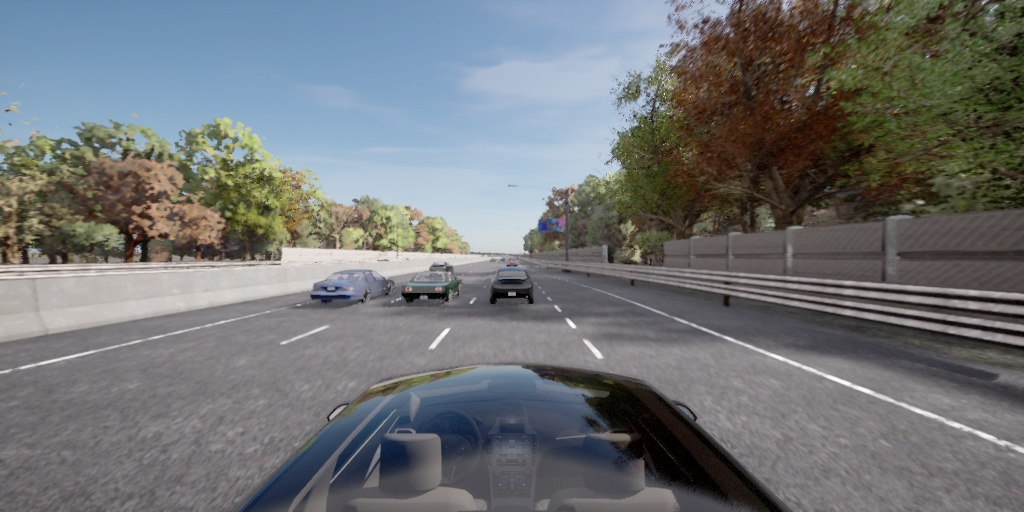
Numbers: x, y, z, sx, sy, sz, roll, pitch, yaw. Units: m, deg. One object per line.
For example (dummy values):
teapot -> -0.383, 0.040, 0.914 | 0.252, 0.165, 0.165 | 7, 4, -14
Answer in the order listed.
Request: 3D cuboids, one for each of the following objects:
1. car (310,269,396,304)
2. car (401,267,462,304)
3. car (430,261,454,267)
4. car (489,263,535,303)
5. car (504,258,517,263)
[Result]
car -> -7.002, 1.307, 16.394 | 2.033, 1.411, 5.357 | 0, 0, 0
car -> -3.502, 1.361, 16.519 | 1.895, 1.301, 4.718 | 0, 0, 0
car -> -7.005, 1.265, 36.013 | 2.128, 1.511, 4.902 | 0, 0, 0
car -> 0.000, 1.267, 16.700 | 1.837, 1.490, 4.892 | 0, 0, 0
car -> -0.008, 1.394, 62.100 | 1.895, 1.301, 4.718 | 0, 0, 0
